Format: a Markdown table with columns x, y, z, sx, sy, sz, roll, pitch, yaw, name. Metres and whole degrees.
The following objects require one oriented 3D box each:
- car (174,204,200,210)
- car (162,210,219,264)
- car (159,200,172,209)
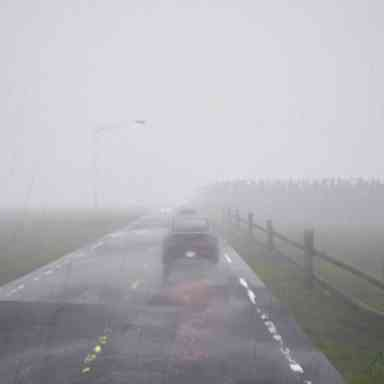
| x | y | z | sx | sy | sz | roll | pitch | yaw | name |
| --- | --- | --- | --- | --- | --- | --- | --- | --- | --- |
| -0.391 | 1.792 | 27.437 | 1.837 | 1.490 | 4.892 | 0 | 0 | -1 | car |
| -0.063 | 1.635 | 12.423 | 1.837 | 1.490 | 4.892 | 0 | 0 | 0 | car |
| -4.638 | 2.115 | 58.657 | 2.128 | 1.511 | 4.902 | 0 | -1 | -3 | car |
